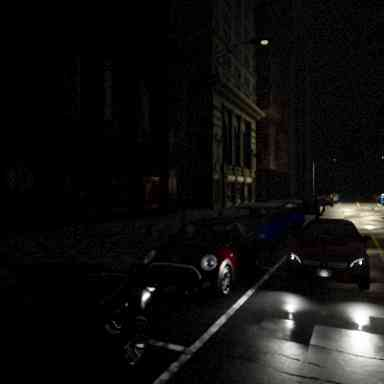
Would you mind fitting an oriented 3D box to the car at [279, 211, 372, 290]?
[{"bbox_3d":[3.909,1.506,9.375,1.812,1.442,4.674,0,0,26],"label":"car"}]

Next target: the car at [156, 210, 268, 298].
[{"bbox_3d":[0.425,1.432,8.513,1.967,1.590,4.097,0,0,26],"label":"car"}]

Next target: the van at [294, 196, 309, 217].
[{"bbox_3d":[5.314,1.310,18.670,1.690,1.788,3.998,0,0,26],"label":"van"}]

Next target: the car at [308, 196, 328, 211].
[{"bbox_3d":[10.204,1.263,28.826,2.192,1.841,5.009,0,0,26],"label":"car"}]

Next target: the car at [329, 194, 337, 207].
[{"bbox_3d":[19.986,1.460,49.141,1.887,1.381,4.507,0,0,26],"label":"car"}]

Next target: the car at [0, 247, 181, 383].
[{"bbox_3d":[-2.020,1.570,3.434,1.947,1.339,4.313,0,0,26],"label":"car"}]

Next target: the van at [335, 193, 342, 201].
[{"bbox_3d":[29.765,1.232,69.456,1.690,1.788,3.998,0,0,26],"label":"van"}]

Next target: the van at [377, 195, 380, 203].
[{"bbox_3d":[32.561,1.223,55.612,1.690,1.788,3.998,0,0,26],"label":"van"}]

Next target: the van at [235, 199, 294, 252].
[{"bbox_3d":[2.869,1.321,13.591,1.690,1.788,3.998,0,0,26],"label":"van"}]

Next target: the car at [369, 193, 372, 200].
[{"bbox_3d":[42.343,1.409,75.925,2.008,1.369,4.403,0,0,26],"label":"car"}]

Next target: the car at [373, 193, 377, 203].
[{"bbox_3d":[37.452,1.310,65.769,1.967,1.590,4.097,0,0,26],"label":"car"}]

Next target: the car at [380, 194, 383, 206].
[{"bbox_3d":[30.191,1.413,50.687,1.752,1.417,4.829,0,0,26],"label":"car"}]

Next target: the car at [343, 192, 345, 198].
[{"bbox_3d":[37.101,1.189,84.692,2.192,1.841,5.009,0,0,26],"label":"car"}]

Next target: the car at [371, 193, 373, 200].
[{"bbox_3d":[39.971,1.389,71.000,1.752,1.417,4.829,0,0,26],"label":"car"}]

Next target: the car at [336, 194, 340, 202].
[{"bbox_3d":[24.876,1.469,59.299,1.947,1.339,4.313,0,0,26],"label":"car"}]
